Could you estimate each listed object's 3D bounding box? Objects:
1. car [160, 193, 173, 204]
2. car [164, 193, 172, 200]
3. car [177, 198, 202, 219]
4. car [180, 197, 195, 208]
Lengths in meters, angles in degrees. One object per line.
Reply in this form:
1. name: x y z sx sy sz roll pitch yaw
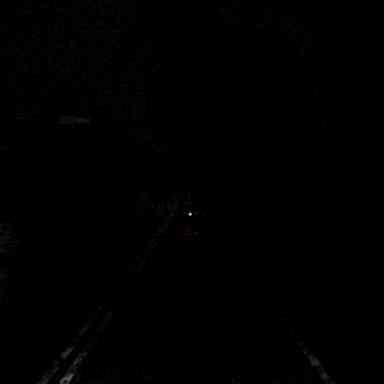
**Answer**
1. car: -4.582 1.369 58.083 1.895 1.301 4.718 0 1 -2
2. car: -5.301 1.041 73.818 1.812 1.442 4.674 0 1 -3
3. car: -0.196 1.460 28.367 1.837 1.490 4.892 0 0 -1
4. car: -0.694 1.449 45.870 1.994 1.385 4.181 0 0 -2
